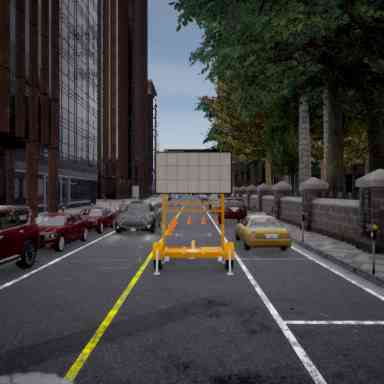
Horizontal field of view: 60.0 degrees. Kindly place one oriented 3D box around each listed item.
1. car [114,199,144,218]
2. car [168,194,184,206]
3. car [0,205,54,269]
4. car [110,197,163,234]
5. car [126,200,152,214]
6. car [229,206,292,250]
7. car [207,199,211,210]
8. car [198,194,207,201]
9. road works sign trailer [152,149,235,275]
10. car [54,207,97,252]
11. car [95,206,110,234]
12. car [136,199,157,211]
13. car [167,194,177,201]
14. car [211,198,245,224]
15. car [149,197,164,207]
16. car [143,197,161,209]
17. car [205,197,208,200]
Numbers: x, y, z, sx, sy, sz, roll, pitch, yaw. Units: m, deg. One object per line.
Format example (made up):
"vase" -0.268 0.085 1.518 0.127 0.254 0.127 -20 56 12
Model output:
"car" -5.630 1.450 30.295 1.967 1.590 4.097 0 0 0
"car" -2.757 1.574 55.464 2.033 1.411 5.357 0 0 0
"car" -5.725 1.315 8.467 2.192 1.841 5.009 0 0 0
"car" -3.015 1.356 19.332 2.097 1.767 4.553 0 0 0
"car" -5.606 1.563 35.752 2.008 1.369 4.403 0 0 0
"car" 2.824 1.527 14.061 1.752 1.417 4.829 0 0 0
"car" 2.920 1.538 35.887 1.752 1.417 4.829 0 0 0
"car" 3.131 1.490 84.056 1.967 1.590 4.097 0 0 0
"road works sign trailer" 0.046 0.465 10.451 2.380 3.560 2.880 0 0 0
"car" -5.701 1.546 13.924 1.887 1.381 4.507 0 0 0
"car" -5.678 1.549 19.381 1.887 1.381 4.507 0 0 0
"car" -5.582 1.560 41.209 1.887 1.381 4.507 0 0 0
"car" -5.371 1.370 89.531 2.192 1.841 5.009 0 0 0
"car" 2.871 1.322 24.804 2.192 1.841 5.009 0 0 0
"car" -5.535 1.548 51.953 1.752 1.417 4.829 0 0 0
"car" -5.558 1.459 46.667 1.967 1.590 4.097 0 0 0
"car" 2.943 1.581 41.174 1.947 1.339 4.313 0 0 0
